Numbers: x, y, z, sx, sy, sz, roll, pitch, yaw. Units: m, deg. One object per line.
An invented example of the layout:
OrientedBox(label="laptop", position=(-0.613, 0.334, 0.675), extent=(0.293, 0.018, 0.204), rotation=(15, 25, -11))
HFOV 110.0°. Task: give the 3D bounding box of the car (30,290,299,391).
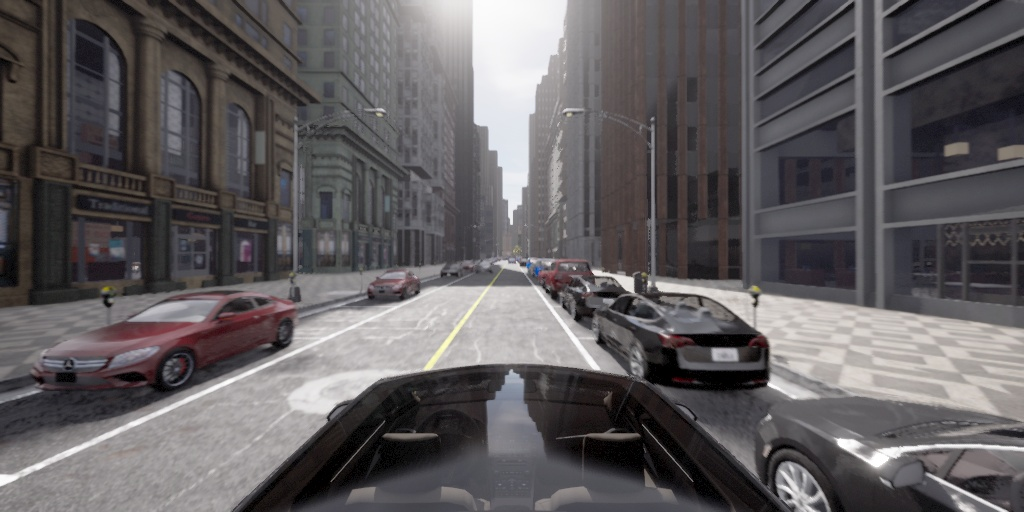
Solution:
OrientedBox(label="car", position=(-5.763, 1.336, 6.726), extent=(1.802, 1.307, 4.207), rotation=(0, 0, 0))

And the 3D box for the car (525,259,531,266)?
OrientedBox(label="car", position=(2.757, 1.315, 40.722), extent=(1.751, 1.417, 4.829), rotation=(0, 0, 0))

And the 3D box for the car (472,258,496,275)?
OrientedBox(label="car", position=(-3.094, 1.315, 40.776), extent=(1.812, 1.442, 4.674), rotation=(0, 0, 0))

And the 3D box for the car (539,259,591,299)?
OrientedBox(label="car", position=(2.761, 1.080, 18.006), extent=(2.192, 1.841, 5.009), rotation=(0, 0, 0))

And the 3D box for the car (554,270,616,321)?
OrientedBox(label="car", position=(2.761, 1.326, 12.369), extent=(1.948, 1.339, 4.313), rotation=(0, 0, 0))

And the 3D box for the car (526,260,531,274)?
OrientedBox(label="car", position=(2.758, 1.333, 34.916), extent=(2.007, 1.370, 4.403), rotation=(0, 0, 0))

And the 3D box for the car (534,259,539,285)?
OrientedBox(label="car", position=(2.760, 1.211, 23.643), extent=(1.967, 1.591, 4.097), rotation=(0, 0, 0))

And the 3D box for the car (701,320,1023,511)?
OrientedBox(label="car", position=(2.763, 1.300, 1.096), extent=(2.007, 1.370, 4.403), rotation=(0, 0, 0))

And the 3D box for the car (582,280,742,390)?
OrientedBox(label="car", position=(2.762, 1.320, 6.732), extent=(1.948, 1.339, 4.313), rotation=(0, 0, 0))

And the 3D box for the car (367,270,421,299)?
OrientedBox(label="car", position=(-5.765, 1.347, 17.998), extent=(1.802, 1.307, 4.207), rotation=(0, 0, 0))

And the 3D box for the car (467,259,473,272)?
OrientedBox(label="car", position=(-5.768, 1.236, 46.180), extent=(1.967, 1.591, 4.097), rotation=(0, 0, 0))

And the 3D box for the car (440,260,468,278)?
OrientedBox(label="car", position=(-5.767, 1.348, 34.908), extent=(1.948, 1.339, 4.313), rotation=(0, 0, 0))

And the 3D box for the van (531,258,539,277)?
OrientedBox(label="van", position=(2.759, 1.118, 29.279), extent=(1.690, 1.789, 3.998), rotation=(0, 0, 0))

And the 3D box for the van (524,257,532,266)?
OrientedBox(label="van", position=(2.757, 1.138, 46.188), extent=(1.690, 1.789, 3.998), rotation=(0, 0, 0))
